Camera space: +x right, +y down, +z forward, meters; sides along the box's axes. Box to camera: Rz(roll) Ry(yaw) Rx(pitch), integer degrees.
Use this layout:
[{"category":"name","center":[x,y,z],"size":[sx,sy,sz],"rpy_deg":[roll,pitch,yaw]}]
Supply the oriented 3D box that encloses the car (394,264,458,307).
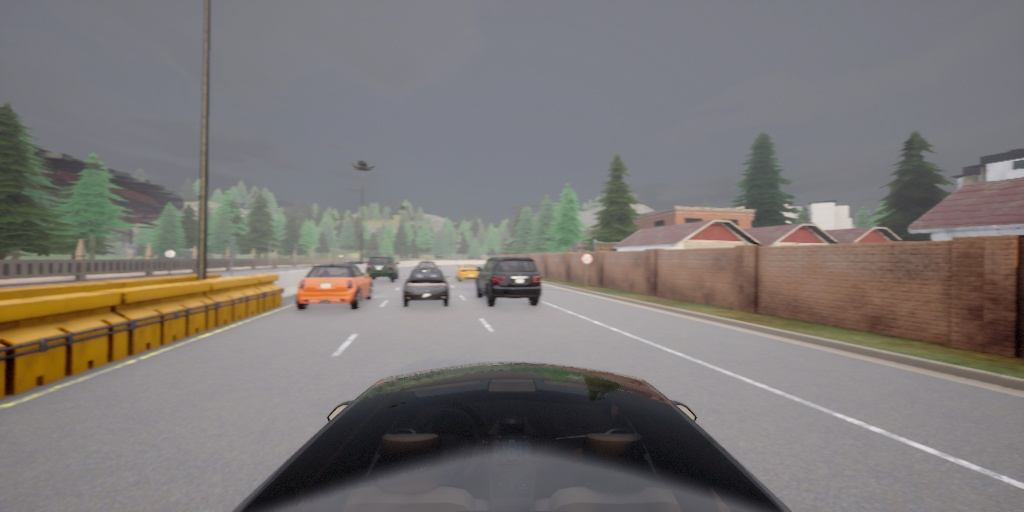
[{"category":"car","center":[-3.783,1.296,15.910],"size":[2.128,1.511,4.902],"rpy_deg":[1,0,-13]}]

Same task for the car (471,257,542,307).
[{"category":"car","center":[-0.313,1.069,16.441],"size":[2.150,2.045,5.566],"rpy_deg":[1,0,-13]}]

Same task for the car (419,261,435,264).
[{"category":"car","center":[-7.184,1.214,30.306],"size":[2.097,1.767,4.553],"rpy_deg":[1,-1,-13]}]

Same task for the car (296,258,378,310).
[{"category":"car","center":[-7.141,1.103,14.904],"size":[2.097,1.767,4.553],"rpy_deg":[1,-1,-13]}]

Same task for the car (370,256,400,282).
[{"category":"car","center":[-10.574,1.030,29.436],"size":[2.150,2.045,5.566],"rpy_deg":[1,0,-13]}]

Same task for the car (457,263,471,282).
[{"category":"car","center":[-3.865,1.394,31.486],"size":[1.882,1.535,5.008],"rpy_deg":[1,0,-13]}]
